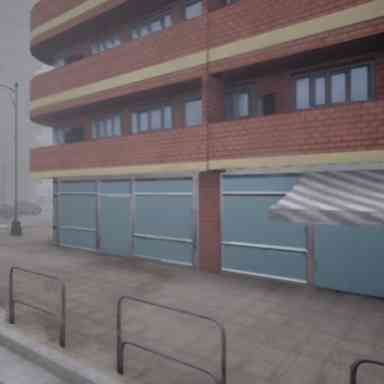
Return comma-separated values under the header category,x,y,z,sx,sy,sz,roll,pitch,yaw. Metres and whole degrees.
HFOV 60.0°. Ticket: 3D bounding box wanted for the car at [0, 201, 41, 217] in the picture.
category,x,y,z,sx,sy,sz,roll,pitch,yaw
car,-16.081,1.532,30.456,1.994,1.385,4.181,0,0,36
